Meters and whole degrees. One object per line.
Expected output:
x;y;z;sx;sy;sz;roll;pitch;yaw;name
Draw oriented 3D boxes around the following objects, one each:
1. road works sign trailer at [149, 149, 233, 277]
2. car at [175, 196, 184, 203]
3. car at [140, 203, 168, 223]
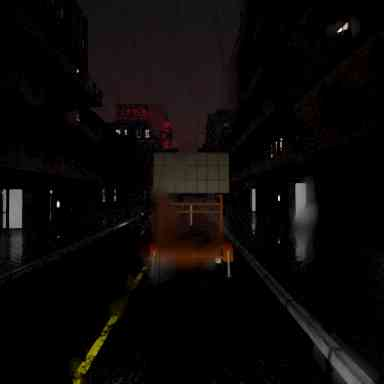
-0.022;0.477;10.257;2.380;3.560;2.880;0;0;0;road works sign trailer
-2.920;1.808;79.096;1.882;1.535;5.008;0;0;0;car
-2.907;1.590;26.242;1.812;1.442;4.674;0;0;0;car
